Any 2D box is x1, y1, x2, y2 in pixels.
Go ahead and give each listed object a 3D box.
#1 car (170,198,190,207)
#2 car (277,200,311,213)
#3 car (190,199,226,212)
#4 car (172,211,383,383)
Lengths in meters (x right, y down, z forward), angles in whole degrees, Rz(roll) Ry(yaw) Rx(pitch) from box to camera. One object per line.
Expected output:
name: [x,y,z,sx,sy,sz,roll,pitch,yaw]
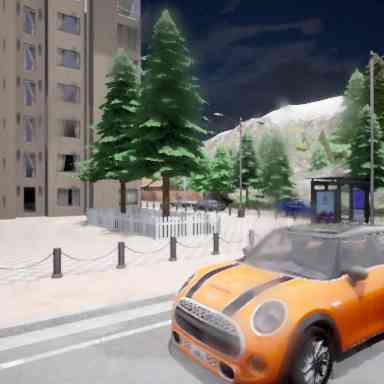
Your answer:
car: [-1.361,1.601,49.934,1.895,1.301,4.718,0,0,-35]
car: [9.491,1.480,28.124,1.882,1.535,5.008,0,0,-35]
car: [2.060,1.565,38.784,1.994,1.385,4.181,0,0,-35]
car: [1.913,1.349,5.310,4.553,1.767,2.097,0,0,-35]
